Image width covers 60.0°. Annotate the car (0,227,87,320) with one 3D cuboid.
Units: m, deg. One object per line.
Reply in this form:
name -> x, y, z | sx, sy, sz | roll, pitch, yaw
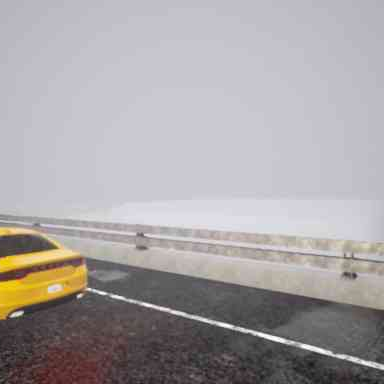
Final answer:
car -> -4.357, 1.507, 7.133 | 5.008, 1.535, 1.882 | 0, 0, 36
